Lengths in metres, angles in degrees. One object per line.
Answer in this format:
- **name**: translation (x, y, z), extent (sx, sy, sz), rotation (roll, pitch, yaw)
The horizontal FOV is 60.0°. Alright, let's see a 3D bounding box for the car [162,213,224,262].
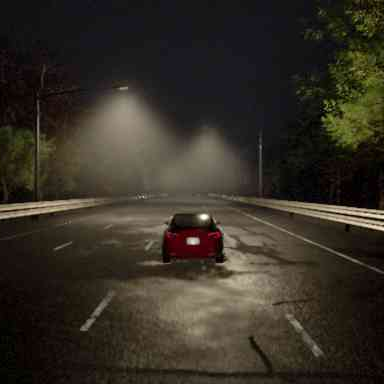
- **car**: translation (0.020, 1.467, 12.013), extent (2.163, 1.488, 4.792), rotation (0, 0, 0)
